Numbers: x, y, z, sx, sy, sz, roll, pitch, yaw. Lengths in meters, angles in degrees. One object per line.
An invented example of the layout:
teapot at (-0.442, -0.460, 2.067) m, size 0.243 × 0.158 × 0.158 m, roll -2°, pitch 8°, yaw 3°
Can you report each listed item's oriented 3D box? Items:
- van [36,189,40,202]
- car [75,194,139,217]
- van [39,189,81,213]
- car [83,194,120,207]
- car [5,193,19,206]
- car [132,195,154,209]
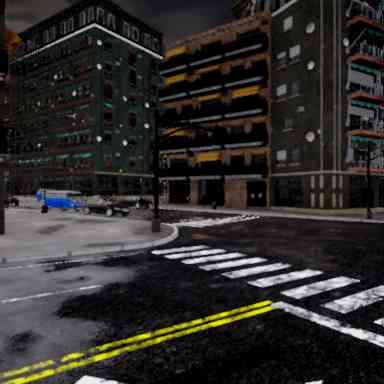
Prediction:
van at (-19.463, 0.463, 45.058) m, size 3.998 × 1.788 × 1.690 m, roll 1°, pitch 0°, yaw 36°
car at (-6.523, 1.119, 25.318) m, size 4.403 × 1.369 × 2.008 m, roll 1°, pitch 0°, yaw 36°
van at (-10.990, 0.794, 28.563) m, size 3.998 × 1.788 × 1.690 m, roll 1°, pitch 0°, yaw 36°
car at (-10.522, 0.933, 38.570) m, size 4.206 × 1.307 × 1.802 m, roll 1°, pitch 0°, yaw 36°
car at (-19.943, 0.789, 35.049) m, size 4.313 × 1.339 × 1.947 m, roll 1°, pitch 0°, yaw 36°
car at (-6.049, 1.017, 35.326) m, size 4.403 × 1.369 × 2.008 m, roll 1°, pitch 0°, yaw 36°
